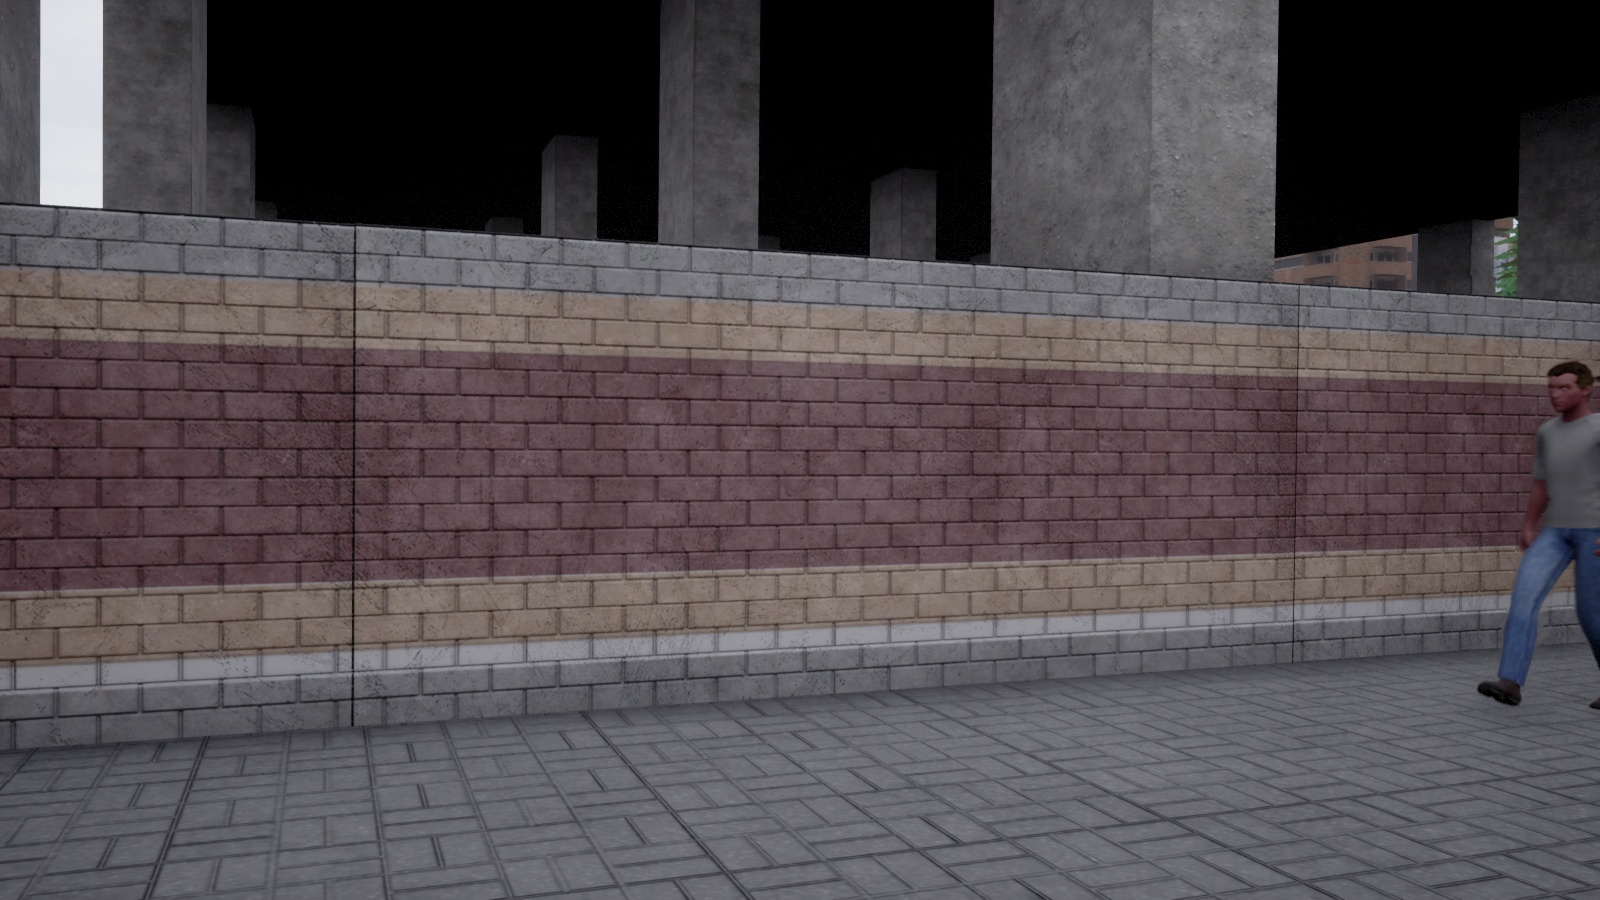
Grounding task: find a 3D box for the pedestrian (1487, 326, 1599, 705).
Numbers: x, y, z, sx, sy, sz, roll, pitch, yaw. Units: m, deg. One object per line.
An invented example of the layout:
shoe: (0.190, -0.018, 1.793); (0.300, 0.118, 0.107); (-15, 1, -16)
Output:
pedestrian: (3.897, 0.311, 6.361); (0.706, 1.836, 0.354); (-1, 1, -20)
